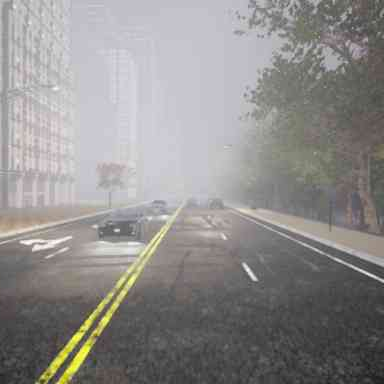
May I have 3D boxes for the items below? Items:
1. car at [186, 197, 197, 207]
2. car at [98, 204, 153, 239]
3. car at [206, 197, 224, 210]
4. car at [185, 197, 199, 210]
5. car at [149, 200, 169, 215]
[{"bbox_3d":[-0.062,1.578,54.768,1.812,1.442,4.674,0,0,0],"label":"car"},{"bbox_3d":[-3.362,1.539,16.921,1.994,1.385,4.181,0,0,0],"label":"car"},{"bbox_3d":[3.200,1.561,44.378,1.837,1.490,4.892,0,0,0],"label":"car"},{"bbox_3d":[-0.049,1.583,44.374,2.033,1.411,5.357,0,0,0],"label":"car"},{"bbox_3d":[-3.370,1.523,34.015,1.812,1.442,4.674,0,0,0],"label":"car"}]
